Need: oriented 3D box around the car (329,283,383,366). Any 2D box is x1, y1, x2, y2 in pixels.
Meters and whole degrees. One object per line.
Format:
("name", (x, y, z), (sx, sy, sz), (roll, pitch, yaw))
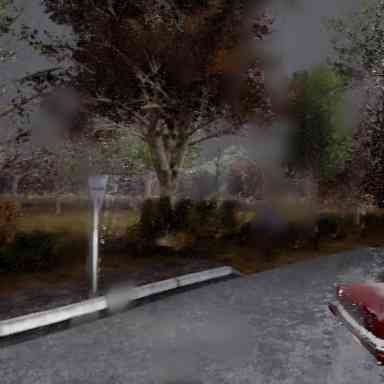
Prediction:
("car", (4.407, 1.670, 4.319), (4.718, 1.301, 1.895), (0, -1, 4))
